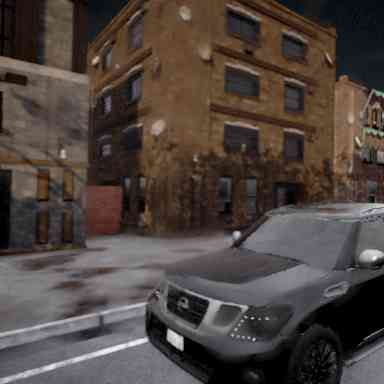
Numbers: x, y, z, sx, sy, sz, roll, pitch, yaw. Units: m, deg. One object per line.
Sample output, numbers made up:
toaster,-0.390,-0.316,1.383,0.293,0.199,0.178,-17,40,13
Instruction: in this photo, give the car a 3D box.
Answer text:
car,2.071,1.226,5.159,5.566,2.045,2.150,0,0,-35
